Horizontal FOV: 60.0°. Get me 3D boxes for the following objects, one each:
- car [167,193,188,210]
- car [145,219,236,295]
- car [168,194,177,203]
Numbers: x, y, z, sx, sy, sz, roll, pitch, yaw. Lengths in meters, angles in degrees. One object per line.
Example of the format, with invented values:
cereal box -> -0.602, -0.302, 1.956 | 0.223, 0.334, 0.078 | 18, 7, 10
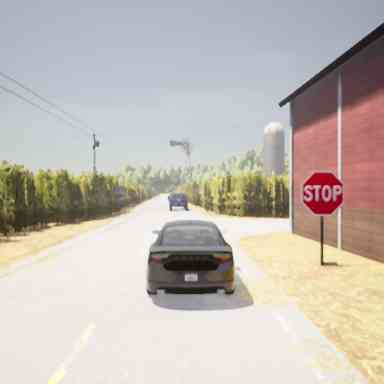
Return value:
car -> -1.700, 1.110, 40.404 | 2.150, 2.045, 5.566 | 0, 0, -4
car -> -0.053, 1.453, 8.718 | 1.882, 1.535, 5.008 | 0, 0, -1
car -> -4.011, 1.291, 67.854 | 1.882, 1.535, 5.008 | 0, 0, -4
